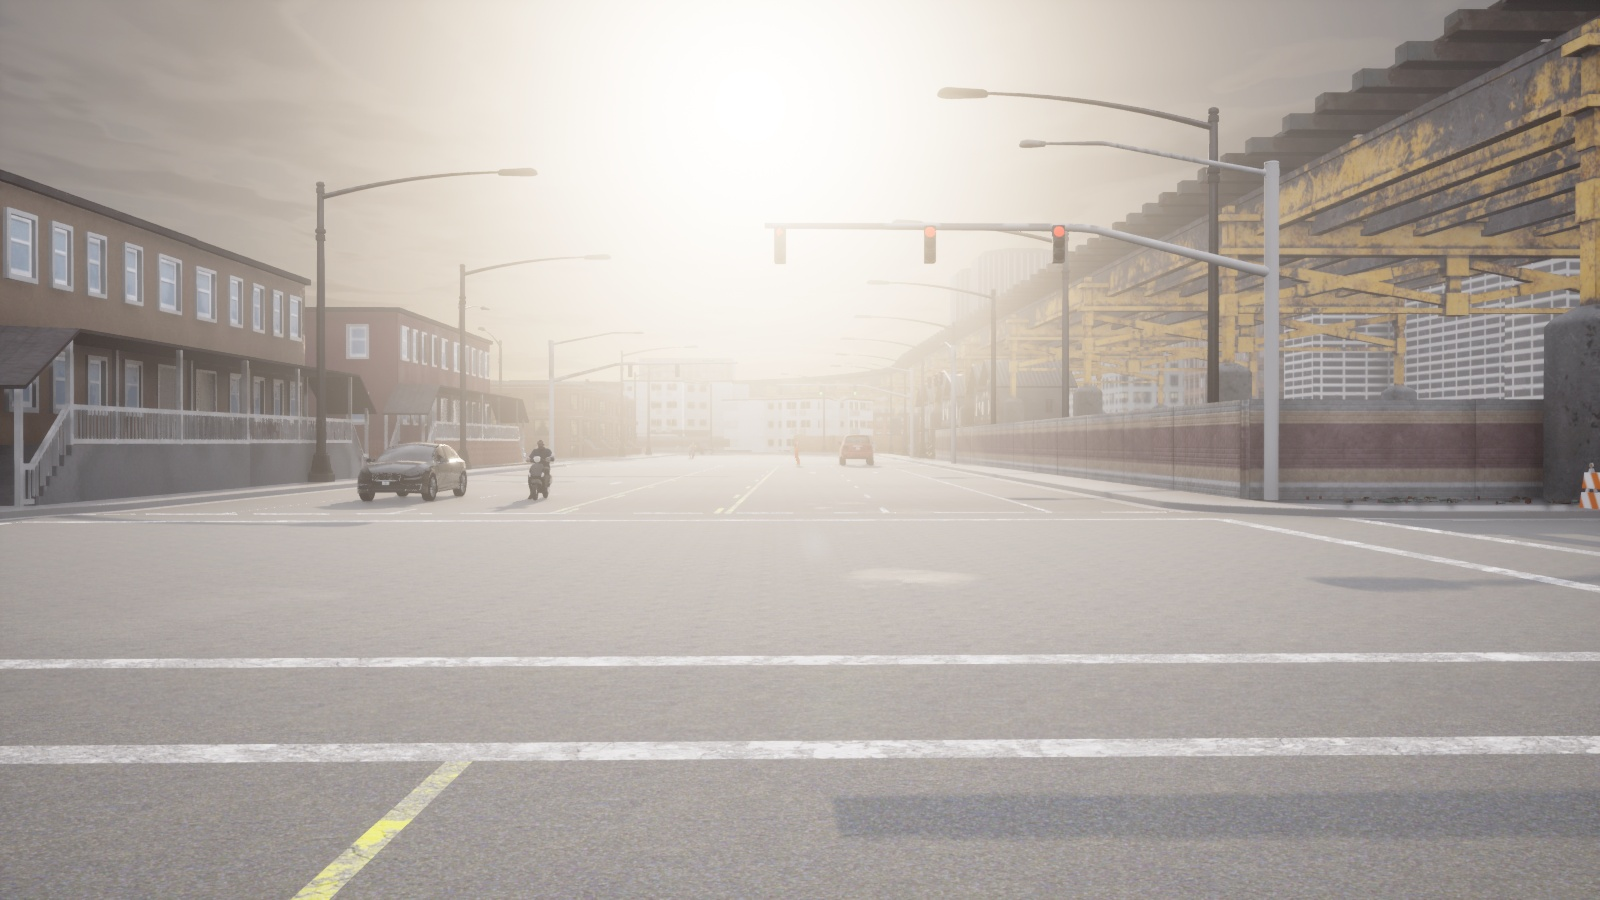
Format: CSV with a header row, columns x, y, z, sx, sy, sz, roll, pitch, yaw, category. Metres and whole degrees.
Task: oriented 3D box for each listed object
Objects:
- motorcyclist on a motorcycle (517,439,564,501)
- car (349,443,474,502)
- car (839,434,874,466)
x,y,z,sx,sy,sz,roll,pitch,yaw,category
-6.884,0.506,33.335,0.866,1.590,1.817,0,0,0,motorcyclist on a motorcycle
-10.382,0.552,33.928,1.837,1.490,4.892,0,0,0,car
3.765,-0.008,84.379,2.150,2.045,5.566,0,0,0,car
